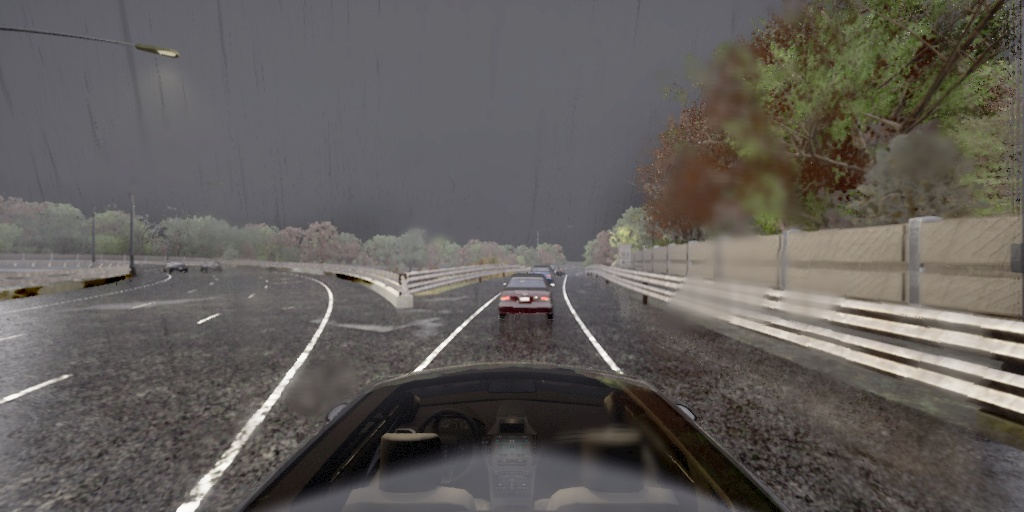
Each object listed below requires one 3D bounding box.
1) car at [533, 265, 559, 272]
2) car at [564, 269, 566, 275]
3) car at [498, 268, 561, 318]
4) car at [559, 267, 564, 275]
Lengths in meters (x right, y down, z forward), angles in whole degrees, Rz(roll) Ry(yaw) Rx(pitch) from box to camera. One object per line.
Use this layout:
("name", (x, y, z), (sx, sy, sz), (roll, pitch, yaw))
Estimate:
("car", (2.269, 1.433, 26.867), (2.033, 1.411, 5.357), (0, 0, 9))
("car", (7.751, 2.575, 60.753), (1.837, 1.490, 4.892), (0, -5, 11))
("car", (0.588, 1.360, 13.282), (2.033, 1.411, 5.357), (0, 0, 4))
("car", (5.390, 1.879, 47.055), (2.033, 1.411, 5.357), (0, -2, 9))
